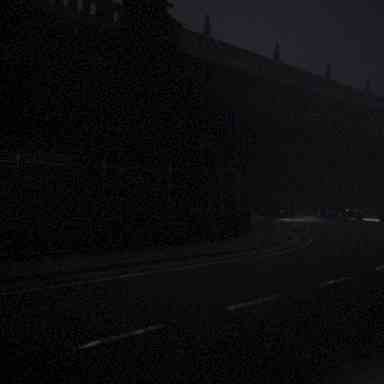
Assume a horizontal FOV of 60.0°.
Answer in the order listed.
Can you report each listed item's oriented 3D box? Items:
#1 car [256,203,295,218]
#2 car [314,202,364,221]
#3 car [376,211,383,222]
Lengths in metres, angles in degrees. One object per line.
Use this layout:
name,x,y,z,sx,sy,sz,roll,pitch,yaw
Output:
car,8.218,1.804,33.334,1.812,1.442,4.674,1,0,-24
car,13.276,1.656,30.354,2.097,1.767,4.553,1,0,-18
car,17.646,1.890,27.855,1.994,1.385,4.181,1,0,-14
